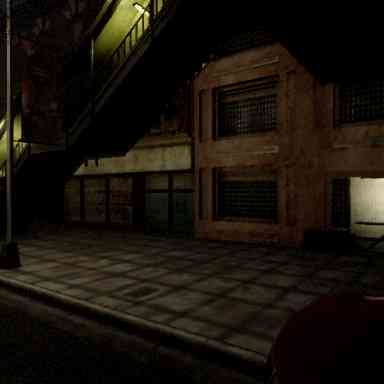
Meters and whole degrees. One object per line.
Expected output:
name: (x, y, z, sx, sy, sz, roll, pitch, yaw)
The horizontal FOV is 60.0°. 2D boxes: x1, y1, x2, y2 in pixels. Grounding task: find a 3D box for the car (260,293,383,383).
car: (2.939, 1.224, 1.219, 5.566, 2.045, 2.435, 0, 0, 35)
